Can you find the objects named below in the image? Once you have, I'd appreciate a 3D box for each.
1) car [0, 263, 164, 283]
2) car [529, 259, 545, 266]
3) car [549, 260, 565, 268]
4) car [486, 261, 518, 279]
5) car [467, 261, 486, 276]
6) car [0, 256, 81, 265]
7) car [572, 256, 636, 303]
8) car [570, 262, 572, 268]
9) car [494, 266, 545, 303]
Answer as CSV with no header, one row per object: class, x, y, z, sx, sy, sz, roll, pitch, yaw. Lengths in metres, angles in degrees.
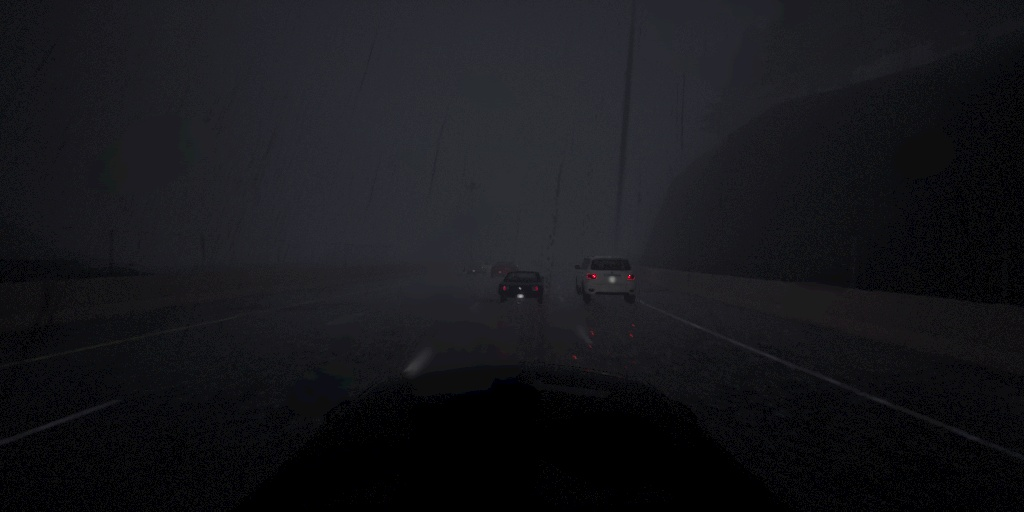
car,-17.117,1.147,14.658,2.033,1.411,5.357,1,0,4
car,4.532,1.278,64.321,1.882,1.535,5.008,0,0,21
car,8.049,1.443,64.169,1.895,1.301,4.718,1,0,22
car,-0.578,1.219,32.457,1.882,1.535,5.008,0,0,10
car,-3.273,1.235,37.490,1.812,1.442,4.674,0,0,12
car,-20.604,0.887,14.924,2.097,1.767,4.553,1,0,4
car,4.309,1.021,17.166,2.150,2.045,5.566,0,0,5
car,11.639,1.432,63.798,2.033,1.411,5.357,1,0,23
car,0.564,1.357,16.863,1.895,1.301,4.718,1,0,5
